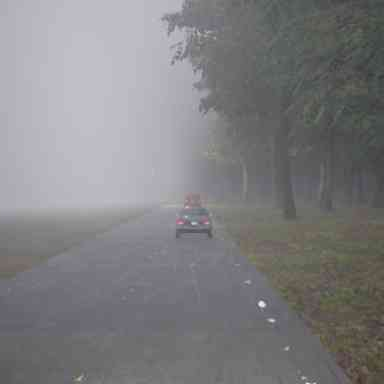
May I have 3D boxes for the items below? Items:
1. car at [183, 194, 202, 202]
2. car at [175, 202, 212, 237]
[{"bbox_3d":[0.069,1.228,40.672,2.150,2.045,5.566,0,0,0],"label":"car"},{"bbox_3d":[0.086,1.488,17.660,2.033,1.411,5.357,0,0,0],"label":"car"}]
